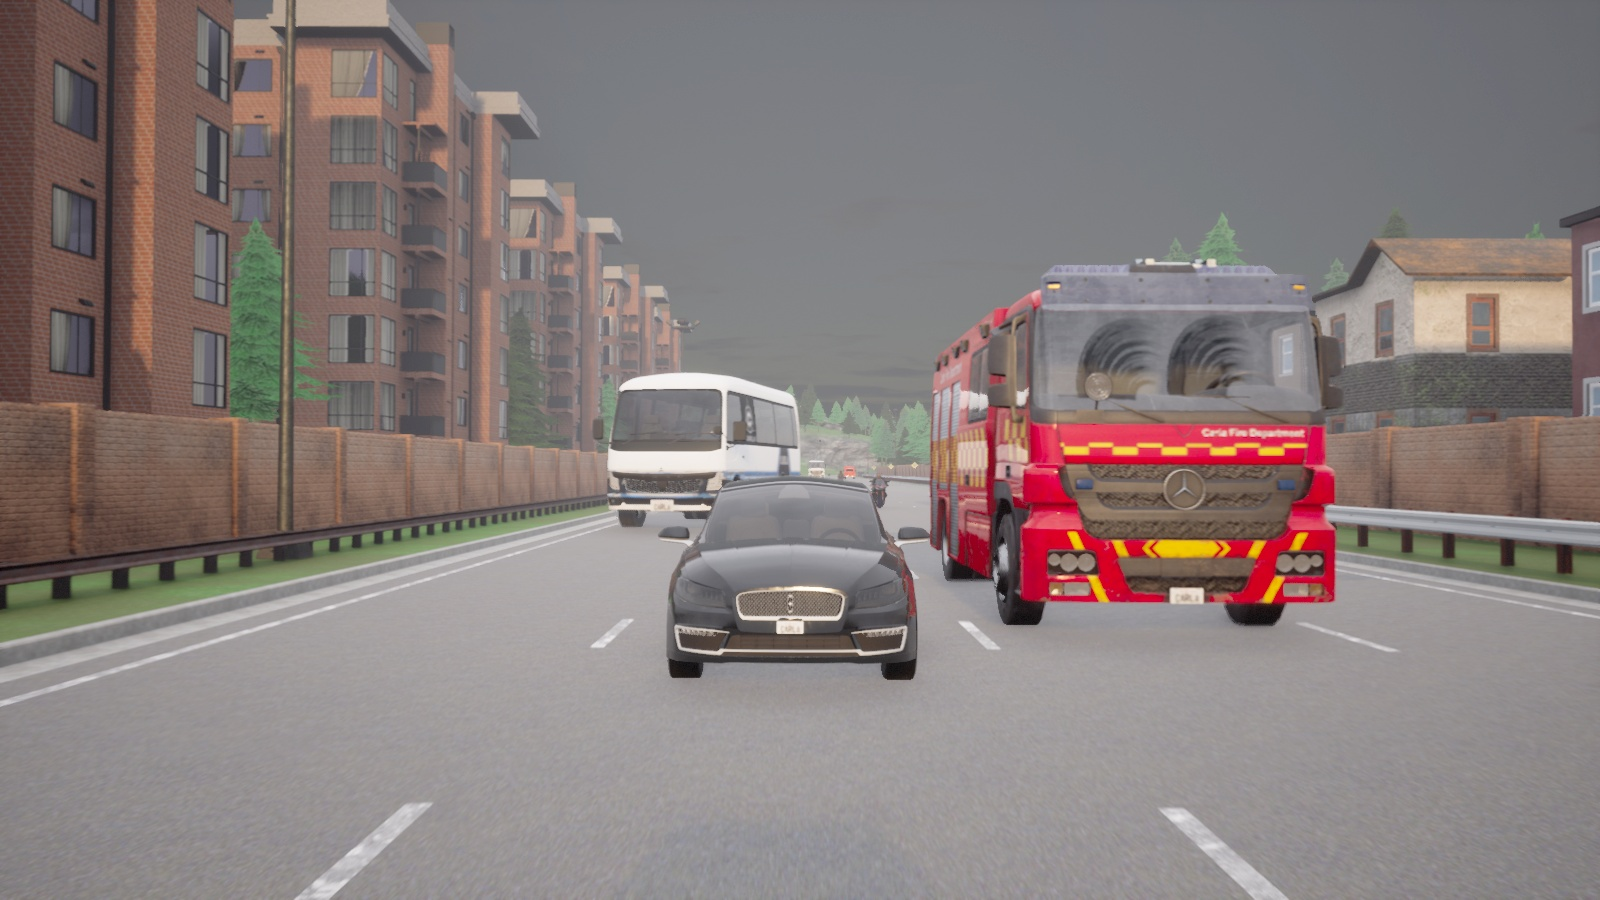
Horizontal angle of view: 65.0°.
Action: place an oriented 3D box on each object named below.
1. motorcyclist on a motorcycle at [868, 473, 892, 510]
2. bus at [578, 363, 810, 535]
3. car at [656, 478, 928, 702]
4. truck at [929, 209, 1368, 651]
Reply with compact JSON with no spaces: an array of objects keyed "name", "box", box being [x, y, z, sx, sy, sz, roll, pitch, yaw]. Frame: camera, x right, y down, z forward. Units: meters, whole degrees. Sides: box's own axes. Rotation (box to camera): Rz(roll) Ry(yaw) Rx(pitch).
[{"name":"motorcyclist on a motorcycle","box":[3.360,1.725,53.076,0.866,1.530,2.191,0,-1,0]},{"name":"bus","box":[-2.666,0.061,36.590,3.944,4.253,10.273,0,-1,12]},{"name":"car","box":[-0.037,1.004,10.957,1.837,1.490,4.892,0,-1,0]},{"name":"truck","box":[3.456,-0.111,15.136,2.891,3.827,8.468,0,-1,0]}]
